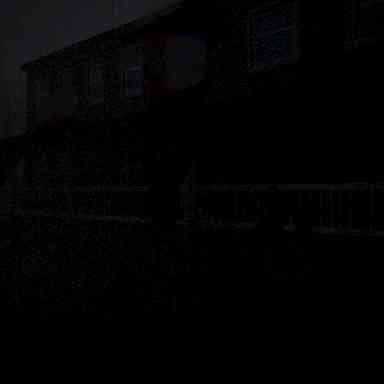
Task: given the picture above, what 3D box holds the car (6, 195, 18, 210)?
[{"bbox_3d":[-15.392,1.066,27.883,1.994,1.385,4.181,0,14,34],"label":"car"}]
